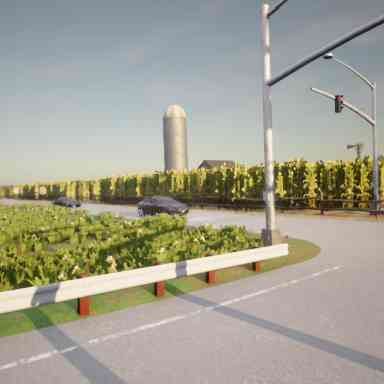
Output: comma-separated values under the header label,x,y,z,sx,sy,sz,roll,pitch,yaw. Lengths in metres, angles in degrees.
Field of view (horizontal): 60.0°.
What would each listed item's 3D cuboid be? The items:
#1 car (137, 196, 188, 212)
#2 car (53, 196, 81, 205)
label,x,y,z,sx,sy,sz,roll,pitch,yaw
car,-2.186,1.096,24.219,1.837,1.490,4.892,-3,2,-40
car,-14.958,1.216,39.392,2.033,1.411,5.357,-3,2,-40
